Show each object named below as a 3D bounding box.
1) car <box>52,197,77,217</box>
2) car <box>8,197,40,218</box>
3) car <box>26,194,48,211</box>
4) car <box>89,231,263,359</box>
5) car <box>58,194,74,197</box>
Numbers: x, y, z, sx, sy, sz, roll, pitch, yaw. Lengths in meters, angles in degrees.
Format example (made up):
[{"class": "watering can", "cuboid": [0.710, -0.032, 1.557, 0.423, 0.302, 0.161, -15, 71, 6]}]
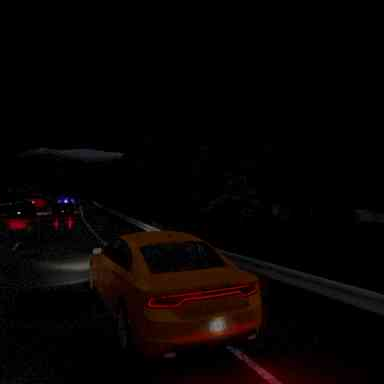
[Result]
[{"class": "car", "cuboid": [-12.119, 1.491, 31.495, 2.128, 1.511, 4.902, 0, 0, -19]}, {"class": "car", "cuboid": [-15.288, 1.505, 30.091, 1.837, 1.490, 4.892, 0, 0, -20]}, {"class": "car", "cuboid": [-18.747, 1.221, 39.970, 2.150, 2.045, 5.566, 0, 0, -19]}, {"class": "car", "cuboid": [-0.725, 1.478, 6.312, 1.882, 1.535, 5.008, 0, 0, -25]}, {"class": "car", "cuboid": [-15.587, 1.221, 41.378, 2.150, 2.045, 5.566, 0, 0, -19]}]
